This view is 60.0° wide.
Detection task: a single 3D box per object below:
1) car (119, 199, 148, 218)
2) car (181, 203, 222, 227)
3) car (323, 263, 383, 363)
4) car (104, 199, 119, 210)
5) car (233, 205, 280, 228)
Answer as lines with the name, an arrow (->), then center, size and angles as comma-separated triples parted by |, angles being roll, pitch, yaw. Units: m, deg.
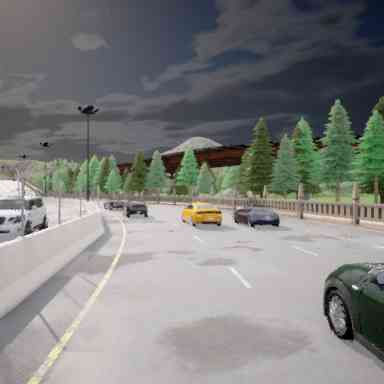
car -> -5.330, 1.504, 30.812 | 1.837, 1.490, 4.892 | 0, 0, -18
car -> 0.560, 1.477, 22.951 | 1.882, 1.535, 5.008 | 0, 0, -13
car -> 3.306, 1.353, 3.718 | 2.097, 1.767, 4.553 | 0, 0, -3
car -> -9.872, 1.547, 42.365 | 2.033, 1.411, 5.357 | 0, 0, -27
car -> 4.241, 1.564, 22.516 | 1.994, 1.385, 4.181 | 0, 0, -12
